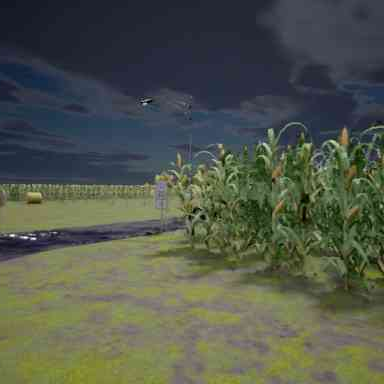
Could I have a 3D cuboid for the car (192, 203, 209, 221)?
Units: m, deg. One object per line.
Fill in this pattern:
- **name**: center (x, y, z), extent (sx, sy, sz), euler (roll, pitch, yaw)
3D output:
- **car**: center (1.745, 1.590, 27.250), extent (2.128, 1.511, 4.902), euler (1, 0, 34)
